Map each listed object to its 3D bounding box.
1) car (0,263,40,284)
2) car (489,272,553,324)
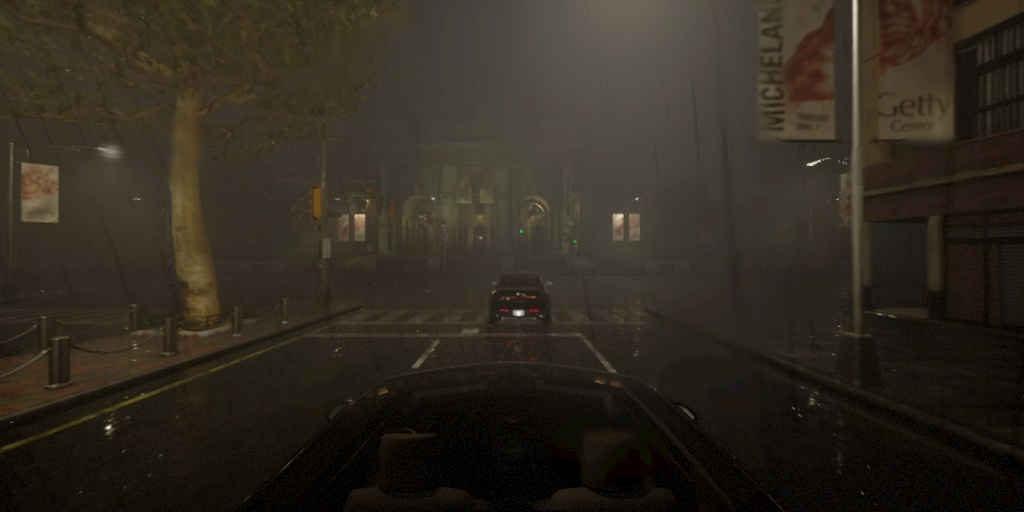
[{"bbox_3d":[-39.181,1.272,27.290,5.008,1.535,1.882,0,0,0],"label":"car"},{"bbox_3d":[0.324,1.275,12.141,1.837,1.490,4.892,0,0,3],"label":"car"}]
